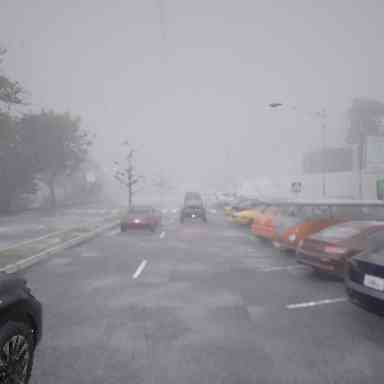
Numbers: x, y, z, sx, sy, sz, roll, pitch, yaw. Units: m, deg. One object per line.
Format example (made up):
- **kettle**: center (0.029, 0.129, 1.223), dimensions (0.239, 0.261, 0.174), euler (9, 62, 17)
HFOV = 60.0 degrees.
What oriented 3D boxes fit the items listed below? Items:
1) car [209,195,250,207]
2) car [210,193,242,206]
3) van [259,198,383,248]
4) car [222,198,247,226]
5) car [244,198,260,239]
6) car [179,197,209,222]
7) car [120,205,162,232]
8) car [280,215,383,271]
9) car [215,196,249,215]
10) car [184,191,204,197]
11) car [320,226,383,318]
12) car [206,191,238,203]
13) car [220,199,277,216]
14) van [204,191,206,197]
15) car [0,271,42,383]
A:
- **car**: center (5.084, 1.229, 44.865), dimensions (5.008, 1.535, 2.097), euler (1, 0, -20)
- **car**: center (5.087, 1.257, 38.900), dimensions (4.892, 1.521, 2.231), euler (1, 1, -20)
- **van**: center (4.968, 1.234, 12.006), dimensions (4.442, 1.987, 1.878), euler (1, 1, -20)
- **car**: center (4.900, 1.387, 20.945), dimensions (5.366, 1.575, 1.946), euler (1, 1, -20)
- **car**: center (5.046, 1.315, 15.034), dimensions (4.553, 1.767, 2.185), euler (1, 0, -20)
- **car**: center (0.105, 1.365, 25.174), dimensions (1.837, 1.490, 4.892), euler (0, 0, 0)
- **car**: center (-2.896, 1.475, 19.593), dimensions (1.994, 1.385, 4.181), euler (0, 0, 0)
- **car**: center (5.067, 1.514, 9.075), dimensions (4.674, 1.452, 2.002), euler (1, 0, -20)
- **car**: center (4.902, 1.332, 26.911), dimensions (5.366, 1.575, 1.946), euler (1, 1, -20)
- **car**: center (0.105, 0.967, 42.720), dimensions (2.150, 2.045, 5.566), euler (0, 0, 0)
- **car**: center (5.098, 1.516, 6.103), dimensions (4.792, 1.488, 2.163), euler (1, 0, -20)
- **car**: center (5.107, 0.989, 41.900), dimensions (5.566, 2.045, 2.435), euler (1, 0, -20)
- **car**: center (5.071, 1.353, 29.960), dimensions (4.674, 1.452, 2.002), euler (1, 0, -20)
- **van**: center (4.974, 0.970, 56.754), dimensions (4.442, 1.987, 1.878), euler (1, 0, -20)
- **car**: center (-2.885, 1.221, 1.634), dimensions (2.150, 2.045, 5.566), euler (0, 0, 0)
